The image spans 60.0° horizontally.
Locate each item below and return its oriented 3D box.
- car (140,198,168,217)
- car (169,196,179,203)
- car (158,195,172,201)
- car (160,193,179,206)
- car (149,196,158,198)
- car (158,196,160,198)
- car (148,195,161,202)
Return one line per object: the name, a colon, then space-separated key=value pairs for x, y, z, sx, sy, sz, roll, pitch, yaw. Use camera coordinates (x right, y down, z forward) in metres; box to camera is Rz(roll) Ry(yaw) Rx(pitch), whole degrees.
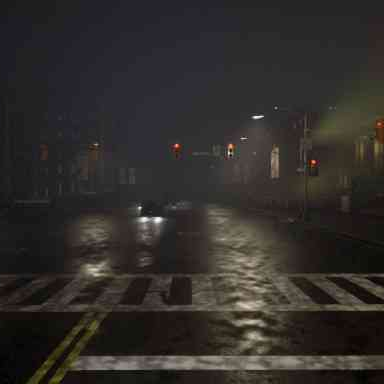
car: x=-3.628 y=1.564 z=31.009 sx=1.994 sy=1.385 sz=4.181 roll=0 pitch=0 yaw=0
car: x=-3.637 y=1.525 z=69.475 sx=1.812 sy=1.442 sz=4.674 roll=0 pitch=0 yaw=0
car: x=-6.816 y=1.540 z=83.228 sx=2.033 sy=1.411 sz=5.357 roll=0 pitch=0 yaw=-21
car: x=-3.656 y=1.219 z=55.417 sx=2.150 sy=2.045 sz=5.566 roll=0 pitch=0 yaw=0
car: x=-7.152 y=1.601 z=54.250 sx=1.895 sy=1.301 sz=4.718 roll=0 pitch=0 yaw=0
car: x=-7.153 y=1.507 z=67.866 sx=1.837 sy=1.490 sz=4.892 roll=0 pitch=0 yaw=1
car: x=-9.075 y=1.540 z=79.425 sx=2.033 sy=1.411 sz=5.357 roll=0 pitch=0 yaw=-18
